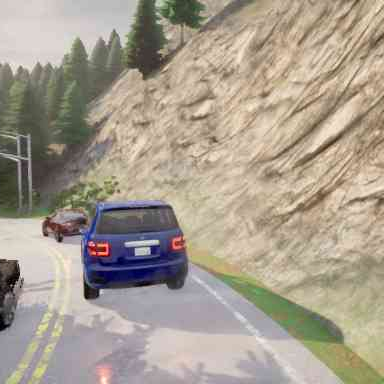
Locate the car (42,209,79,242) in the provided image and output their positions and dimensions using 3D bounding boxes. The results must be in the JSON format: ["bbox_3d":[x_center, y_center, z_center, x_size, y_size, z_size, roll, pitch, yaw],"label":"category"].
[{"bbox_3d":[-6.266,1.593,16.878,1.812,1.442,4.674,-3,1,-35],"label":"car"}]

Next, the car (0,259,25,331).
[{"bbox_3d":[-3.665,1.582,4.075,2.033,1.411,5.357,-1,0,-12],"label":"car"}]

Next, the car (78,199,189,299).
[{"bbox_3d":[-1.785,1.221,8.823,2.150,2.045,5.566,-1,0,-19],"label":"car"}]
